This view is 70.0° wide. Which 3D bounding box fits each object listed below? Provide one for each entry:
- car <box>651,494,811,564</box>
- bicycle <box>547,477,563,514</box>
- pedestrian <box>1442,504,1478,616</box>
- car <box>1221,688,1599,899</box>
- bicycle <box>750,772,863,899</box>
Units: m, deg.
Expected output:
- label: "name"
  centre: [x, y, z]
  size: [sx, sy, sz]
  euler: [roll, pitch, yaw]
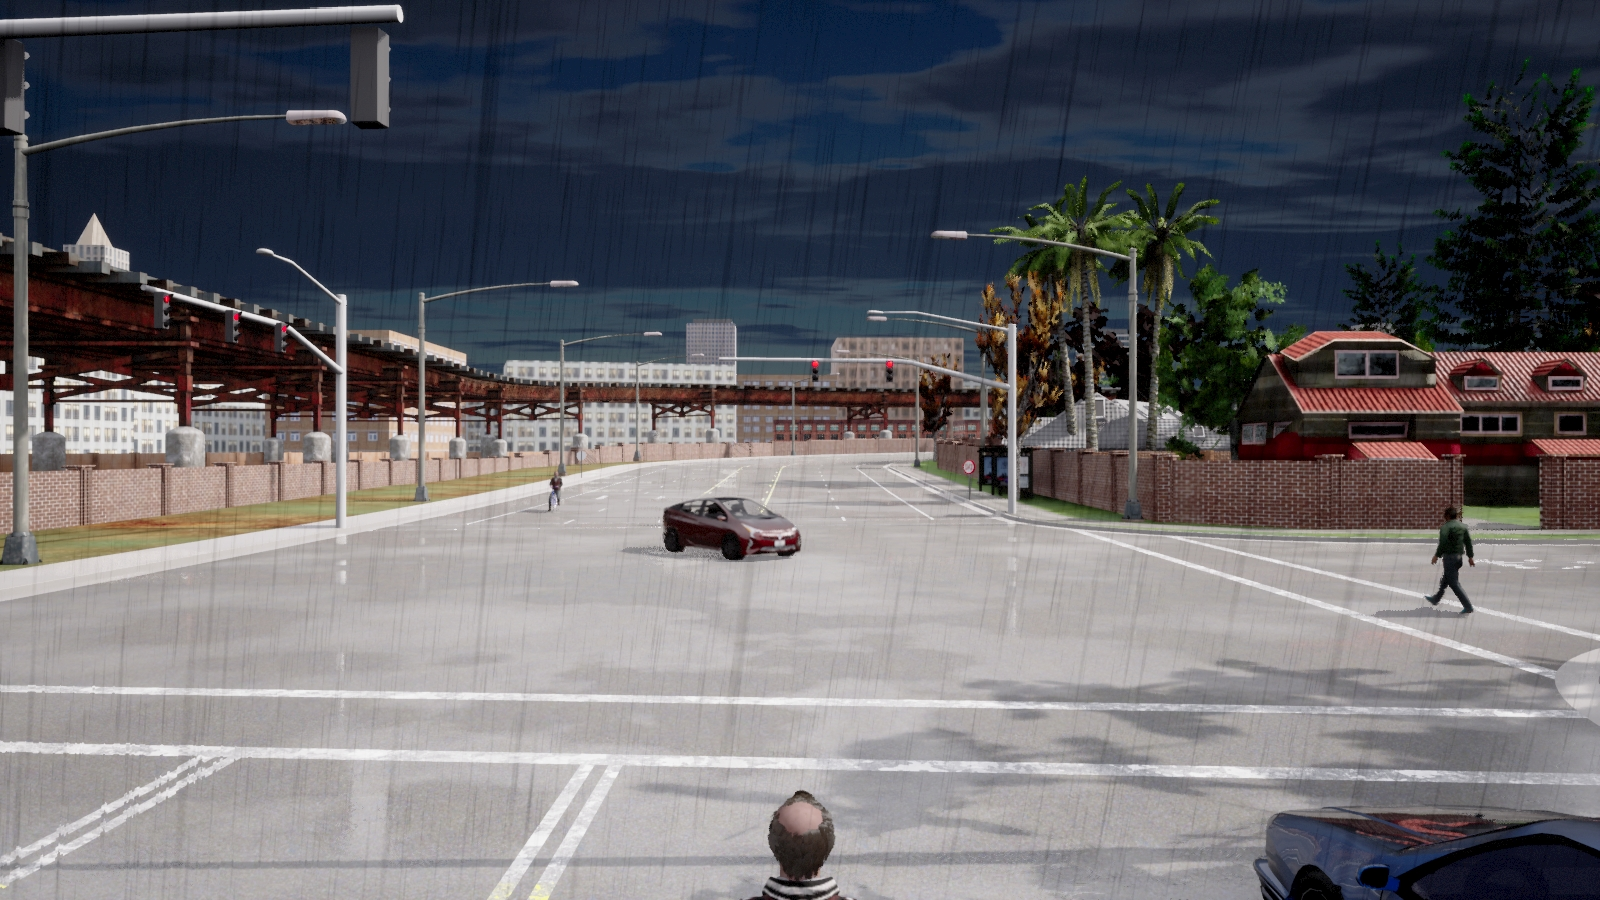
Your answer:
- label: "car"
  centre: [-1.911, 2.023, 30.315]
  size: [2.007, 1.525, 4.514]
  euler: [0, 0, -39]
- label: "bicycle"
  centre: [-10.519, 1.934, 49.111]
  size: [0.329, 1.496, 1.835]
  euler: [0, 0, 0]
- label: "pedestrian"
  centre: [11.142, 1.848, 19.298]
  size: [0.375, 1.860, 0.375]
  euler: [0, 0, -15]
- label: "car"
  centre: [3.467, 2.106, 4.038]
  size: [2.033, 1.411, 5.357]
  euler: [0, 0, 1]
- label: "bicycle"
  centre: [0.019, 2.048, 3.681]
  size: [0.329, 1.496, 1.835]
  euler: [0, 0, 0]
